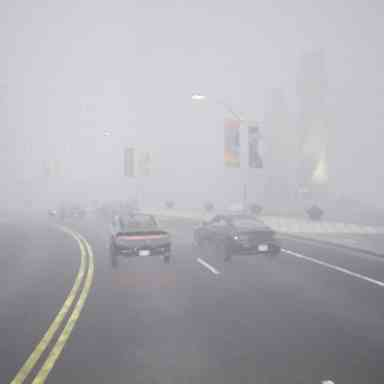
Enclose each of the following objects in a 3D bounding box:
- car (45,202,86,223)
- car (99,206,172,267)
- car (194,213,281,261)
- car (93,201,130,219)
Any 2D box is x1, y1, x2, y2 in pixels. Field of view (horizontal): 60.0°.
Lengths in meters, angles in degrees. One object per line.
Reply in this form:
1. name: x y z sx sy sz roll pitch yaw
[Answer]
1. car: -9.989 1.510 26.018 2.128 1.511 4.902 0 0 -40
2. car: -1.997 1.481 11.570 2.128 1.511 4.902 0 0 -16
3. car: 1.474 1.486 12.075 1.812 1.442 4.674 0 0 -16
4. car: -6.489 1.480 27.216 2.128 1.511 4.902 0 0 -38
